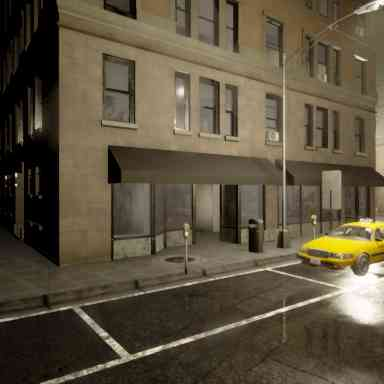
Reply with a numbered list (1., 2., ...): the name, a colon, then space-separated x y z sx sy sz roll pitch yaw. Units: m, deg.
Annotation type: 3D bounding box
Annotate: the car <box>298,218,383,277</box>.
1. car: 5.253 1.526 10.273 4.829 1.417 1.752 0 0 -35
